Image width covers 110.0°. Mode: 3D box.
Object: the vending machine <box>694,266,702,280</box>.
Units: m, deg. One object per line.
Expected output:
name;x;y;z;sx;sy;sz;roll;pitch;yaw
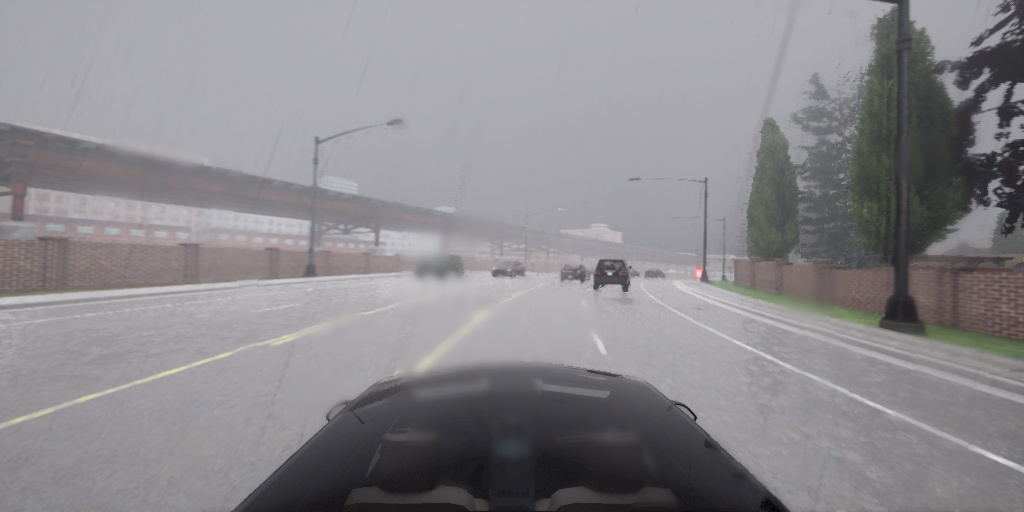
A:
vending machine;25.588;2.377;49.267;1.100;2.100;0.880;0;0;35

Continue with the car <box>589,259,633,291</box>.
car;7.007;1.216;24.824;2.150;2.045;5.566;1;0;20

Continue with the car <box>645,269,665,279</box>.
car;21.733;2.696;54.355;1.882;1.535;5.008;-1;-4;37

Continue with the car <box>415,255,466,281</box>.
car;-5.784;0.902;29.869;2.150;2.045;5.566;1;0;18

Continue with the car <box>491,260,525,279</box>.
car;-0.309;1.216;34.909;2.097;1.767;4.553;1;-1;21

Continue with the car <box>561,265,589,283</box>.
car;5.495;1.469;30.574;2.128;1.511;4.902;1;-1;21

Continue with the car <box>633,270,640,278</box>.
car;18.312;2.670;55.442;1.994;1.385;4.181;0;-3;37
